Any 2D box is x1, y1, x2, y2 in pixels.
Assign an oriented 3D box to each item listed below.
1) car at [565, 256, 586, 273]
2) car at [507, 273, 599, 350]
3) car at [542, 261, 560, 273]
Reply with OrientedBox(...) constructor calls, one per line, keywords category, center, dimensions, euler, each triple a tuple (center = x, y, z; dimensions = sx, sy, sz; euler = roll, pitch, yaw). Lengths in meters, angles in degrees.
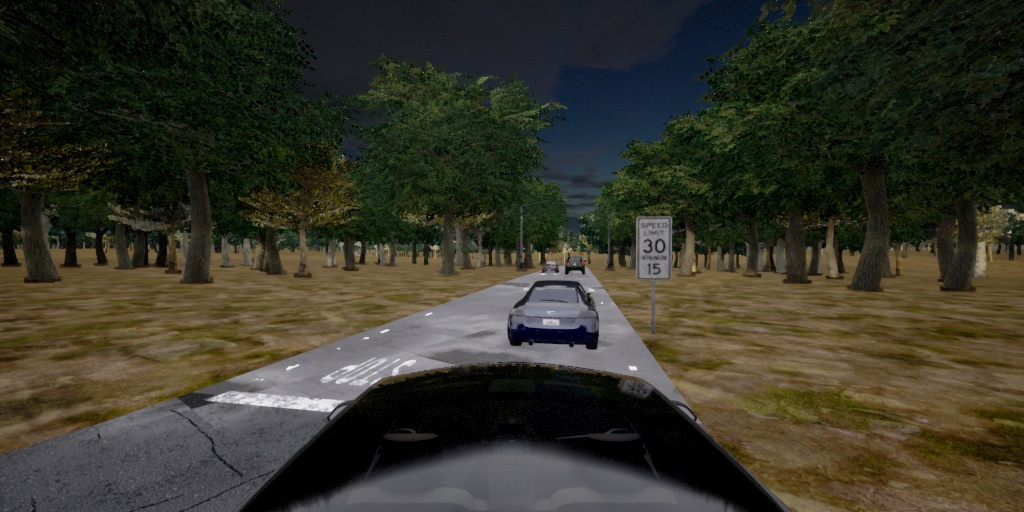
OrientedBox(category="car", center=(7.244, 1.033, 40.964), dimensions=(2.150, 2.045, 5.566), euler=(0, 0, 12))
OrientedBox(category="car", center=(1.164, 1.307, 9.215), dimensions=(1.994, 1.385, 4.181), euler=(0, 0, 11))
OrientedBox(category="car", center=(4.802, 1.358, 44.377), dimensions=(1.812, 1.442, 4.674), euler=(0, 0, 11))
